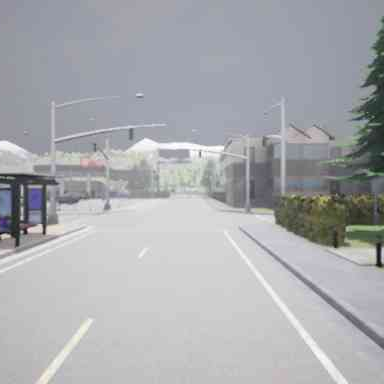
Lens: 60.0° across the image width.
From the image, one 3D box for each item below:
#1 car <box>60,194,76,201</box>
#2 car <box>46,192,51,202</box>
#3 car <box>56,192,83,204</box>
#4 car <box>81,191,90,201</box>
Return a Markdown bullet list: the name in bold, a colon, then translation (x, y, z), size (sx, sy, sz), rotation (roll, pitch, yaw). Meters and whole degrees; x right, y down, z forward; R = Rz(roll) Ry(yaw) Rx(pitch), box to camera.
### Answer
- **car**: translation (-25.969, 1.090, 69.806), size (1.970, 1.475, 3.806), rotation (0, 0, 0)
- **car**: translation (-25.906, 0.882, 61.326), size (1.932, 1.855, 4.605), rotation (0, 0, 0)
- **car**: translation (-18.935, 1.149, 51.337), size (2.007, 1.523, 4.514), rotation (0, 0, 0)
- **car**: translation (-22.643, 0.810, 69.203), size (1.905, 1.878, 3.866), rotation (0, 0, 0)
